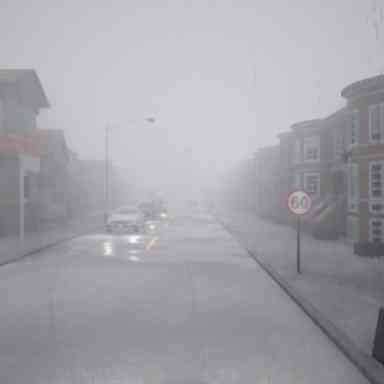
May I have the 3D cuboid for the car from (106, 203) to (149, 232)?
[{"bbox_3d":[-4.080,1.642,21.105,1.812,1.442,4.674,0,0,-1],"label":"car"}]

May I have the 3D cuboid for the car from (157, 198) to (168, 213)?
[{"bbox_3d":[-4.025,1.572,40.084,2.097,1.767,4.553,0,0,0],"label":"car"}]

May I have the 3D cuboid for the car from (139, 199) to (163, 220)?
[{"bbox_3d":[-4.063,1.672,30.291,1.837,1.490,4.892,0,0,0],"label":"car"}]

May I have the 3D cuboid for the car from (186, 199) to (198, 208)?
[{"bbox_3d":[0.063,1.854,55.751,2.033,1.411,5.357,0,0,0],"label":"car"}]
